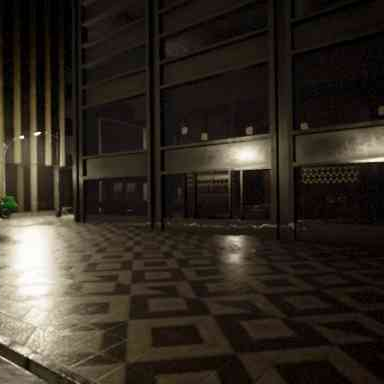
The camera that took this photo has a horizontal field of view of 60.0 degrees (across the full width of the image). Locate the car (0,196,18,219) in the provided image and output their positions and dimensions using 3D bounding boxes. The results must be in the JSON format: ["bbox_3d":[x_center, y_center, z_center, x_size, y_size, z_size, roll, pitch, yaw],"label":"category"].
[{"bbox_3d":[-18.496,1.423,29.462,2.150,2.045,5.566,-1,0,37],"label":"car"}]

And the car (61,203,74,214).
[{"bbox_3d":[-12.464,1.636,37.985,1.882,1.535,5.008,-1,0,35],"label":"car"}]
